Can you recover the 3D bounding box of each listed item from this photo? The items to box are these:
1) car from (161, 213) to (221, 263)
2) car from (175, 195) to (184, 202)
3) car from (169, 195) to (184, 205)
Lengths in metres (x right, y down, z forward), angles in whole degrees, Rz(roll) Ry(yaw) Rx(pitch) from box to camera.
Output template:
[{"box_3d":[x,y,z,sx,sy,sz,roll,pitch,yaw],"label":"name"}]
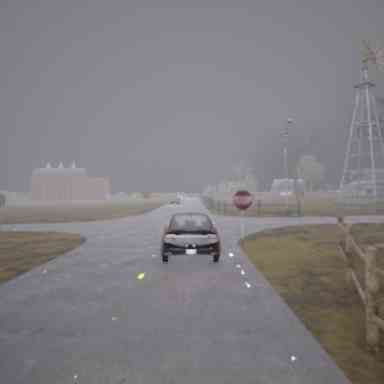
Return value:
[{"box_3d":[-0.067,1.483,11.912,2.128,1.511,4.902,0,0,-1],"label":"car"},{"box_3d":[-2.617,1.394,70.393,1.812,1.442,4.674,0,0,0],"label":"car"},{"box_3d":[-2.714,1.449,54.832,2.033,1.411,5.357,0,0,1],"label":"car"}]
